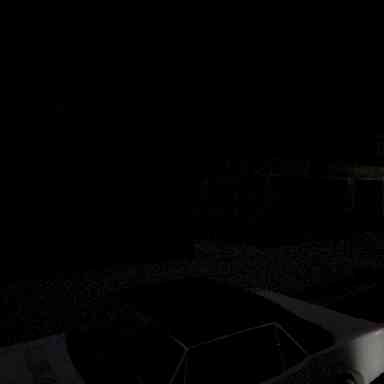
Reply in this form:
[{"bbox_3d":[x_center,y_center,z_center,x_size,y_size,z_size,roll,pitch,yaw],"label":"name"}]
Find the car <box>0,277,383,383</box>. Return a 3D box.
[{"bbox_3d":[-0.319,1.596,2.845,4.718,1.301,1.895,0,0,-35],"label":"car"}]
